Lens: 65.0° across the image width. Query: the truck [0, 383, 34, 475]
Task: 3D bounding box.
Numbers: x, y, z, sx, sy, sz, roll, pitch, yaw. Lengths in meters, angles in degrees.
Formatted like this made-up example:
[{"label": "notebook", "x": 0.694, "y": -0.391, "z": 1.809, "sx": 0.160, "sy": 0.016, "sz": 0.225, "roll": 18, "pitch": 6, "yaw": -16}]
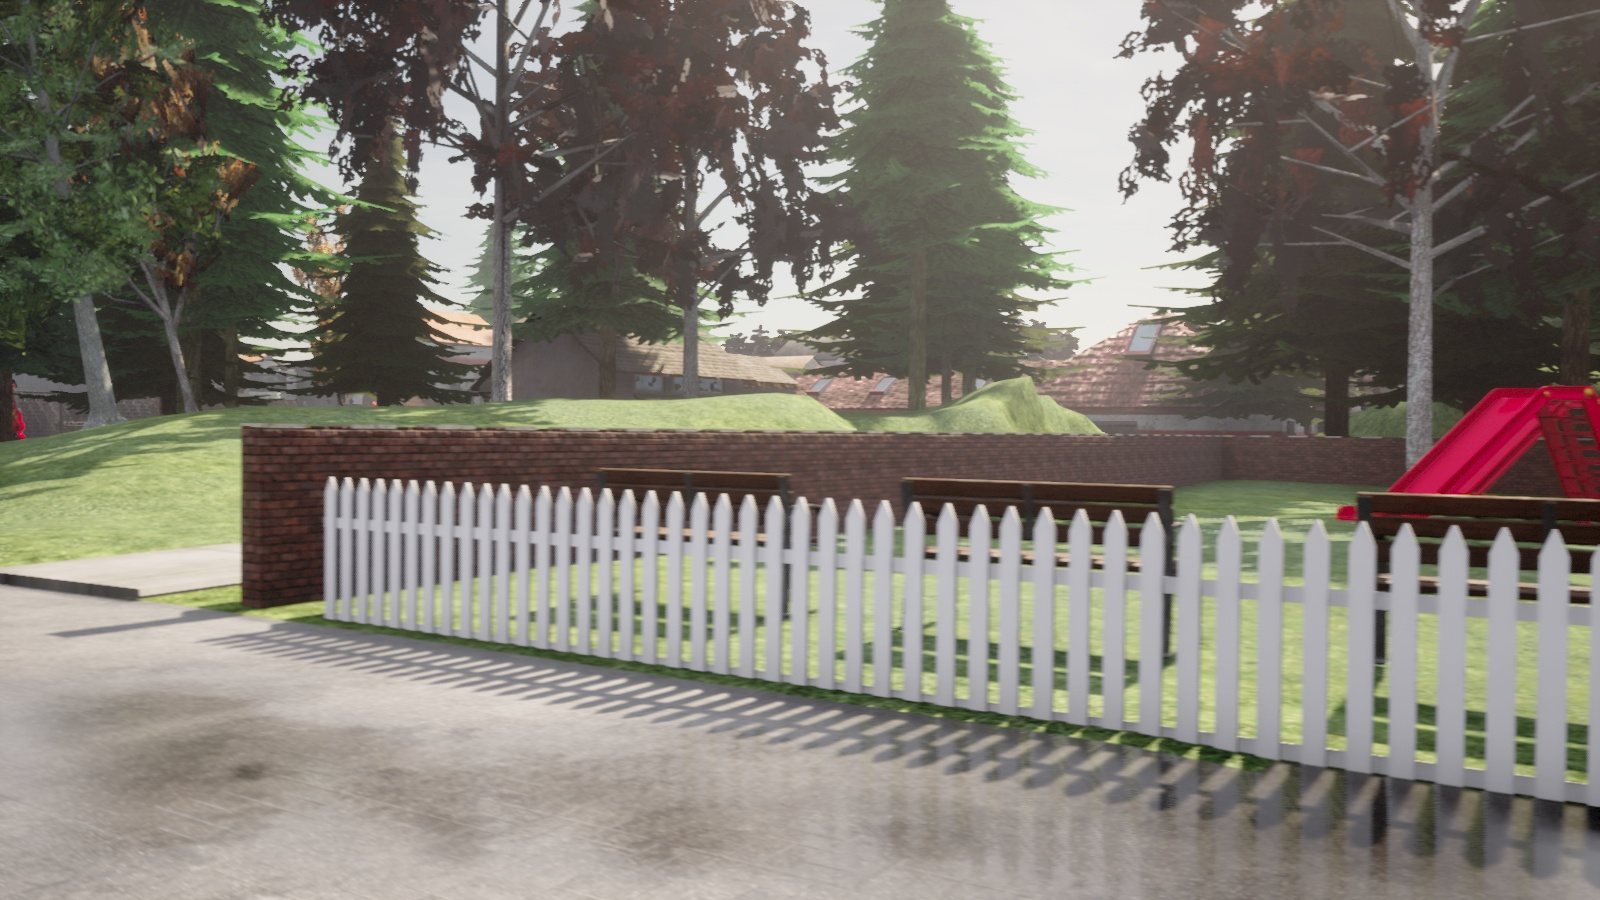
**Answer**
[{"label": "truck", "x": -36.085, "y": -0.825, "z": 50.592, "sx": 2.891, "sy": 3.827, "sz": 8.468, "roll": 0, "pitch": 1, "yaw": 34}]
